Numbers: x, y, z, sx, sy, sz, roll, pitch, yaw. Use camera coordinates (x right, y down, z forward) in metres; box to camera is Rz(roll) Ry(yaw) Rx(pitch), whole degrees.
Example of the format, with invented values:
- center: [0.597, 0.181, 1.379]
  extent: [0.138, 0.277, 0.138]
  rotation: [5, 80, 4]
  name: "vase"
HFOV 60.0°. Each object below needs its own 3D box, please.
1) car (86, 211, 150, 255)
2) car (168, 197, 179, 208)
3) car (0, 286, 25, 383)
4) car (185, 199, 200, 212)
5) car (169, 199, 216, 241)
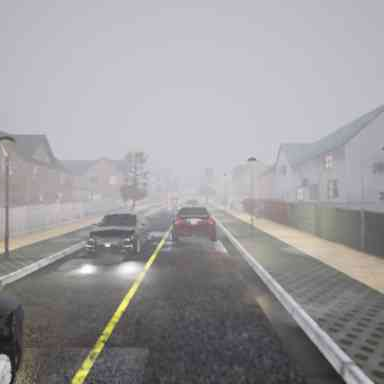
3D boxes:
- center: [-2.842, 1.578, 13.655]
  extent: [1.837, 1.490, 4.892]
  rotation: [0, -1, 0]
  name: "car"
- center: [-2.833, 1.638, 54.998]
  extent: [2.097, 1.767, 4.553]
  rotation: [0, 0, 0]
  name: "car"
- center: [-2.848, 1.519, 1.948]
  extent: [1.837, 1.490, 4.892]
  rotation: [0, -1, 0]
  name: "car"
- center: [0.084, 1.703, 43.789]
  extent: [1.882, 1.535, 5.008]
  rotation: [0, 0, 0]
  name: "car"
- center: [0.097, 1.441, 17.393]
  extent: [2.097, 1.767, 4.553]
  rotation: [0, 0, 0]
  name: "car"
